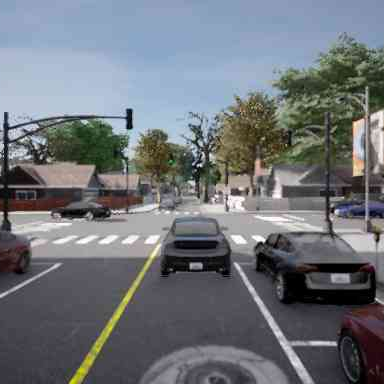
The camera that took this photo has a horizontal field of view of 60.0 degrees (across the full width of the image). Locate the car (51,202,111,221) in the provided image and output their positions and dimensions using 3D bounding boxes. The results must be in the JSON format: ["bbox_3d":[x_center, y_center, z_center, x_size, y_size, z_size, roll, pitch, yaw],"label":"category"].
[{"bbox_3d":[-9.122,1.543,27.309,5.008,1.535,1.882,0,-1,17],"label":"car"}]

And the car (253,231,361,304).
[{"bbox_3d":[2.638,1.572,7.988,1.947,1.339,4.313,0,0,0],"label":"car"}]

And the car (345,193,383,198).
[{"bbox_3d":[15.461,1.146,30.959,5.566,2.045,2.150,0,0,0],"label":"car"}]

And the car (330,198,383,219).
[{"bbox_3d":[14.258,1.455,27.711,4.674,1.442,1.812,0,0,-2],"label":"car"}]

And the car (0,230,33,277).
[{"bbox_3d":[-5.387,1.588,7.988,1.802,1.307,4.206,0,0,0],"label":"car"}]

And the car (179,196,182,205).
[{"bbox_3d":[-3.032,1.576,52.608,1.837,1.490,4.892,0,0,0],"label":"car"}]

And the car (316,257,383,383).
[{"bbox_3d":[2.638,1.584,2.470,1.802,1.307,4.206,0,0,0],"label":"car"}]

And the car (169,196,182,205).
[{"bbox_3d":[-3.057,1.584,62.769,2.128,1.511,4.902,0,0,0],"label":"car"}]

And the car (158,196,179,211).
[{"bbox_3d":[-3.104,1.579,42.537,1.812,1.442,4.674,0,0,2],"label":"car"}]

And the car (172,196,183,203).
[{"bbox_3d":[-3.082,1.640,73.025,2.128,1.511,4.902,0,0,0],"label":"car"}]

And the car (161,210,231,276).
[{"bbox_3d":[0.105,1.513,10.315,1.837,1.490,4.892,0,0,0],"label":"car"}]
